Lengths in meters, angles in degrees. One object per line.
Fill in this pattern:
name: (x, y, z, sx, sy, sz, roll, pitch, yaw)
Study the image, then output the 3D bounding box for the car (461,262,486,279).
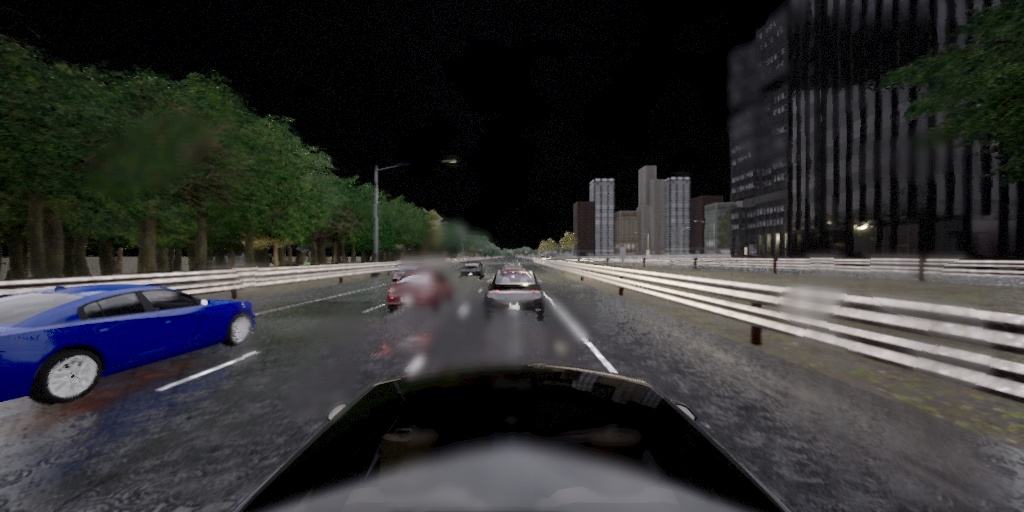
car: (-3.406, 1.243, 32.082, 1.837, 1.490, 4.892, 0, 0, 0)

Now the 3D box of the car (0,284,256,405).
car: (-6.903, 1.226, 6.311, 1.882, 1.535, 5.008, 0, 0, 0)

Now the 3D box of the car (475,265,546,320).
car: (0.098, 1.237, 12.532, 2.128, 1.511, 4.902, 0, 0, 0)

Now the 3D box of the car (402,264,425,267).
car: (-6.903, 1.288, 25.558, 2.033, 1.411, 5.357, 0, 0, 0)

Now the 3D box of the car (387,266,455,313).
car: (-3.403, 1.271, 13.964, 1.812, 1.442, 4.674, 0, 0, 0)
